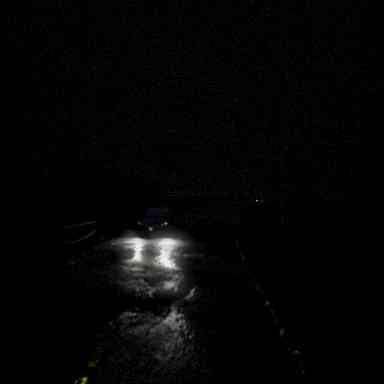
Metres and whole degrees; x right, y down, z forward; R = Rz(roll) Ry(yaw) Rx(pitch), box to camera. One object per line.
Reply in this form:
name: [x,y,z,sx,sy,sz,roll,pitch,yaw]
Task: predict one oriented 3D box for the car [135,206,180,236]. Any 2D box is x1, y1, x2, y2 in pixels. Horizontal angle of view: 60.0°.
car: [-1.798,1.559,18.759,1.812,1.442,4.674,0,0,6]
